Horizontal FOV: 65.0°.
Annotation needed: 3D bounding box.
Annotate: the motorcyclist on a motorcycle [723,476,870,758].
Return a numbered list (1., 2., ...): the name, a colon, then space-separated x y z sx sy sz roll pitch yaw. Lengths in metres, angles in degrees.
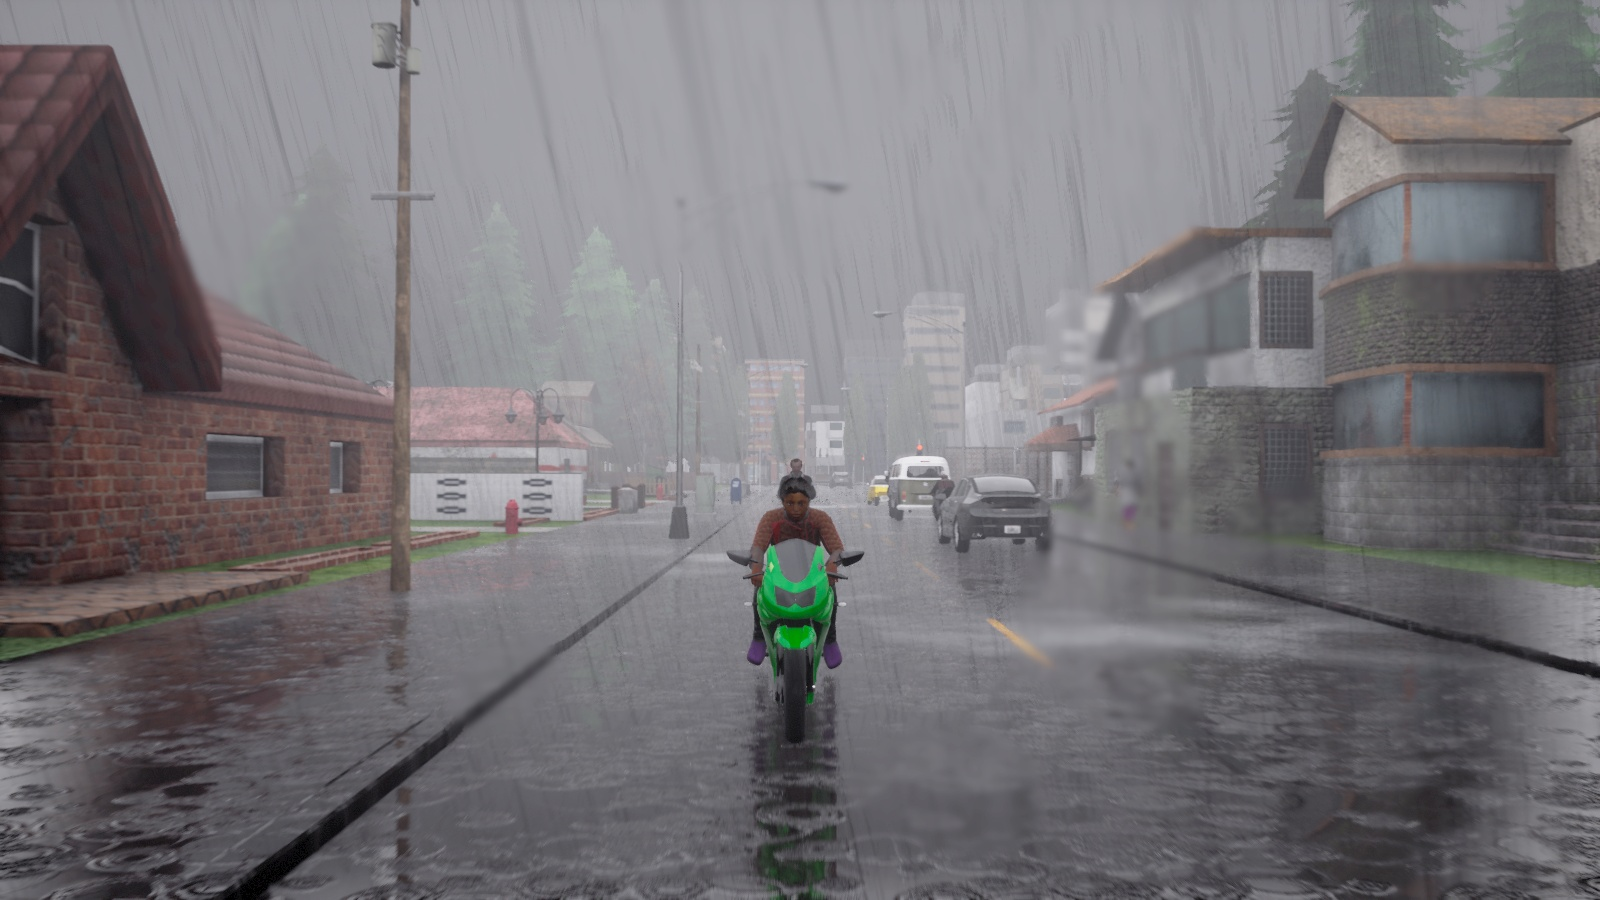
1. motorcyclist on a motorcycle: -0.021 0.928 7.871 0.797 1.523 2.044 0 -1 0

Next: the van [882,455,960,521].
1. van: 3.894 1.207 41.108 2.069 2.038 4.480 0 -1 0

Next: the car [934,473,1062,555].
1. car: 3.934 1.232 25.730 1.837 1.490 4.892 0 -1 0

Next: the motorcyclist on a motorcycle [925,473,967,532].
1. motorcyclist on a motorcycle: 3.913 1.399 33.888 0.866 1.530 2.191 0 -1 0

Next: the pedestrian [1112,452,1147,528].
1. pedestrian: 8.547 1.033 32.569 0.659 1.952 0.873 0 -1 0

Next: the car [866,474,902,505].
1. car: 3.858 1.822 58.064 1.481 1.376 2.207 0 -1 0
